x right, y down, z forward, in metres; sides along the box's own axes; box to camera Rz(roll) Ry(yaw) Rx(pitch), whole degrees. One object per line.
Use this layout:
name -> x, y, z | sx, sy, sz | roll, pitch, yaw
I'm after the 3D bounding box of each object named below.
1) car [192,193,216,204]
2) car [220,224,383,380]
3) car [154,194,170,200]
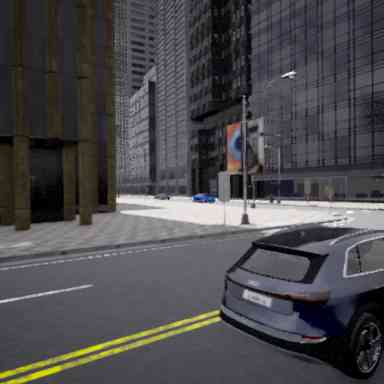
car -> 1.782, 0.948, 50.245 | 1.882, 1.535, 5.008 | -1, 1, -26
car -> 2.643, 1.346, 5.445 | 4.856, 1.649, 2.033 | -1, 1, -35
car -> -6.050, 1.022, 66.596 | 2.033, 1.411, 5.357 | -1, 1, -26
